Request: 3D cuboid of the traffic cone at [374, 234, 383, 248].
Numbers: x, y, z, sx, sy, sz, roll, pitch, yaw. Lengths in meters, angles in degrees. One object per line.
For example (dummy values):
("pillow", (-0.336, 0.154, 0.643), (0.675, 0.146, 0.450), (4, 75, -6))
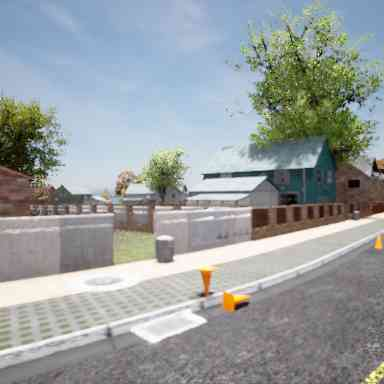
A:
("traffic cone", (8.215, 2.150, 14.609), (0.340, 0.580, 0.340), (-1, -1, 39))
